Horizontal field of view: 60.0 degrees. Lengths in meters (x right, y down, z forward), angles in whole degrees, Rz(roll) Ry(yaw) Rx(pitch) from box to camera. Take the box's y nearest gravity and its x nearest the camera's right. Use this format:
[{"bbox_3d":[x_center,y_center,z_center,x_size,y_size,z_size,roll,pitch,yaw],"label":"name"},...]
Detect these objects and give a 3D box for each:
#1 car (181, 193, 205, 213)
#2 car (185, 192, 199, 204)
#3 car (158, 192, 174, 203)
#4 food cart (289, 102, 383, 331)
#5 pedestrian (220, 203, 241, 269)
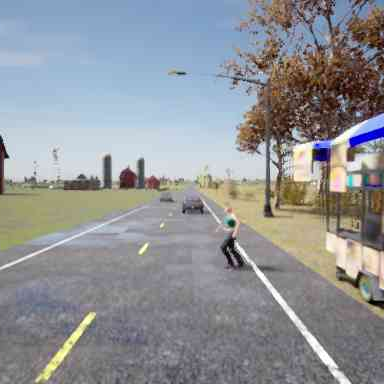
[{"bbox_3d":[0.084,1.020,29.469,2.128,1.511,4.902,0,1,0],"label":"car"},{"bbox_3d":[0.051,0.811,44.462,1.812,1.442,4.674,0,1,1],"label":"car"},{"bbox_3d":[-3.573,0.750,46.852,1.837,1.490,4.892,0,1,0],"label":"car"},{"bbox_3d":[4.019,0.345,7.480,2.280,3.560,4.660,1,2,0],"label":"food cart"},{"bbox_3d":[1.036,1.150,8.990,0.375,1.860,0.375,-1,2,-3],"label":"pedestrian"}]
